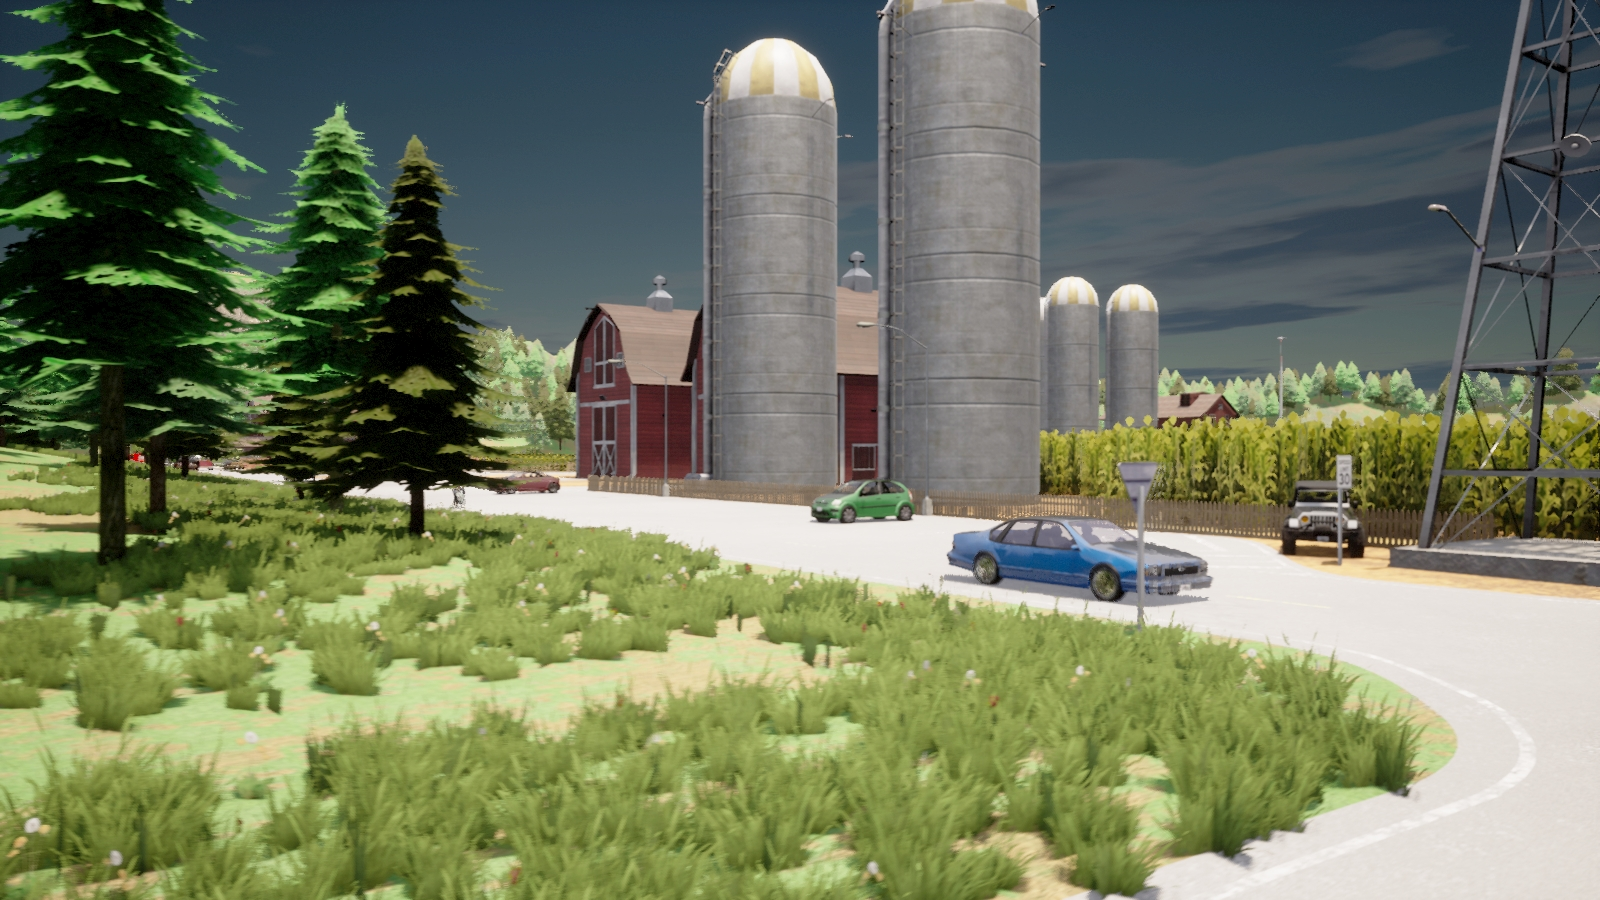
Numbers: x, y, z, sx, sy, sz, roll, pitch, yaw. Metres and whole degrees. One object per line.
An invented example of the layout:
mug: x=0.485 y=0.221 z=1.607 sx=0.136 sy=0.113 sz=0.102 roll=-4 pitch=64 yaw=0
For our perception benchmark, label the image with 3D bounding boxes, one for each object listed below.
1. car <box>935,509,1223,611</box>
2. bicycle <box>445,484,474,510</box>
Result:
car: x=5.132 y=1.975 z=21.853 sx=2.033 sy=1.411 sz=5.357 roll=0 pitch=0 yaw=-34
bicycle: x=-15.461 y=2.125 z=51.886 sx=0.859 sy=1.080 sz=1.487 roll=0 pitch=0 yaw=-34
